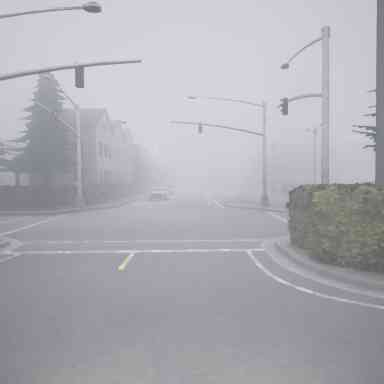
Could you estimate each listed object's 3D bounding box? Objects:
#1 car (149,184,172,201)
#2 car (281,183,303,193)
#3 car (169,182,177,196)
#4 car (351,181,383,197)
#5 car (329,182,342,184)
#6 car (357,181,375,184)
[{"bbox_3d":[-3.717,0.140,37.804,1.882,1.535,5.008,-1,2,0],"label":"car"},{"bbox_3d":[15.266,-0.542,52.112,2.007,1.523,4.514,-1,2,0],"label":"car"},{"bbox_3d":[-3.737,-0.351,48.312,2.097,1.767,4.553,-1,2,0],"label":"car"},{"bbox_3d":[22.259,-0.469,42.135,1.932,1.855,4.605,-1,2,0],"label":"car"},{"bbox_3d":[25.304,-1.048,59.525,2.152,1.636,5.027,-1,2,0],"label":"car"},{"bbox_3d":[19.015,-0.182,34.254,1.905,1.878,3.866,-1,2,0],"label":"car"}]
